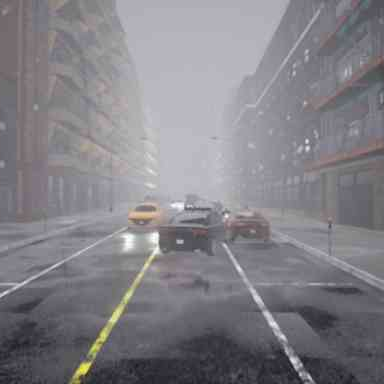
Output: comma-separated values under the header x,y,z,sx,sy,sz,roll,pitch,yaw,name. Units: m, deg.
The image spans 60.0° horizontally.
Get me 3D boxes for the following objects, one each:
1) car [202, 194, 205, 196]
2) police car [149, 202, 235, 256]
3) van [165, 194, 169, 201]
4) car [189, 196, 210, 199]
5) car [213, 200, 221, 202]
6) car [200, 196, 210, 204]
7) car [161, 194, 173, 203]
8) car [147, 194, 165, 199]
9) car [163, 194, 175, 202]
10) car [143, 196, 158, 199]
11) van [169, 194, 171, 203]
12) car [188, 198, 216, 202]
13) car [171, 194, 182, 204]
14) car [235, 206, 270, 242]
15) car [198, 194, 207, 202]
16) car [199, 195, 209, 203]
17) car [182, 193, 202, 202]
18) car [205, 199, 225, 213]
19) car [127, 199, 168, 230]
x,y,z,sx,sy,sz,roll,pitch,yaw,name
2.570,1.546,60.507,1.887,1.381,4.507,1,0,0,car
0.272,1.409,13.310,1.930,1.638,5.238,0,0,15,police car
-5.304,1.333,55.035,1.690,1.788,3.998,2,0,0,van
0.818,1.433,29.123,1.801,1.575,5.366,0,0,0,car
2.579,1.504,21.963,1.752,1.417,4.829,1,0,0,car
2.568,1.556,66.037,1.887,1.381,4.507,1,0,0,car
-5.308,1.337,71.628,2.192,1.841,5.009,1,0,0,car
-5.300,1.297,43.977,2.192,1.841,5.009,2,0,0,car
-5.309,1.349,77.158,2.192,1.841,5.009,1,0,0,car
-5.305,1.505,38.275,1.752,1.417,4.829,2,0,0,car
-5.306,1.342,60.567,1.690,1.788,3.998,1,0,0,van
0.819,1.456,22.929,1.882,1.535,5.008,0,0,0,car
-2.805,1.495,61.779,2.128,1.511,4.902,0,0,1,car
2.580,1.527,16.261,1.887,1.381,4.507,1,0,0,car
2.535,1.363,82.631,2.192,1.841,5.009,1,0,0,car
2.577,1.463,71.569,1.967,1.590,4.097,1,0,0,car
-0.012,1.208,48.681,2.150,2.045,5.566,0,0,0,car
2.575,1.526,38.383,1.887,1.381,4.507,1,0,0,car
-2.855,1.456,21.285,1.882,1.535,5.008,0,0,0,car
